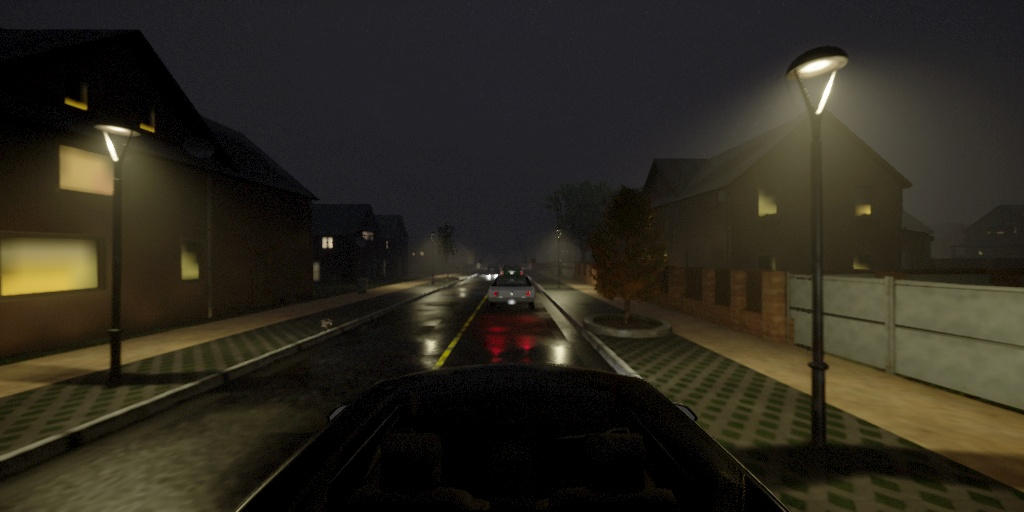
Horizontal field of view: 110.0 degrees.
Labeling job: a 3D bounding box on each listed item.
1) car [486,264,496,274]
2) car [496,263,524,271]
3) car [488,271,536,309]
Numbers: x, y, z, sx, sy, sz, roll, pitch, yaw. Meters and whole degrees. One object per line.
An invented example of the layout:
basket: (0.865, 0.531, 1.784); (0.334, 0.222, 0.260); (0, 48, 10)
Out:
car: (-2.783, 1.903, 53.739); (2.128, 1.511, 4.902); (0, -1, 0)
car: (-0.014, 1.427, 30.917); (2.097, 1.767, 4.553); (0, -1, 0)
car: (-0.006, 1.498, 15.947); (1.895, 1.301, 4.718); (0, -1, 0)
